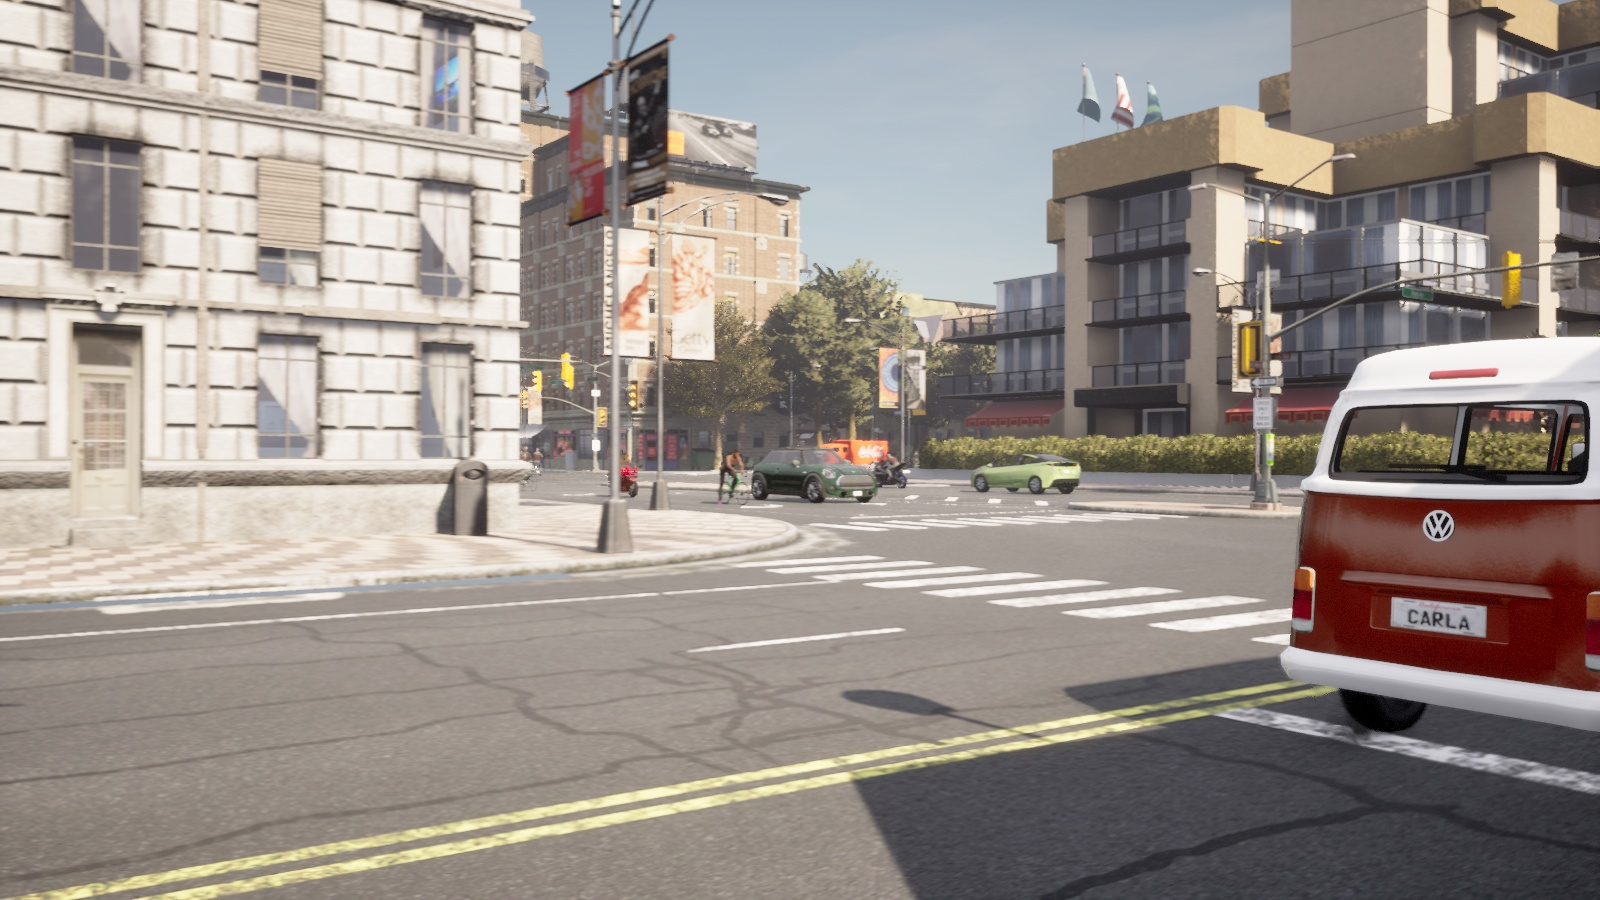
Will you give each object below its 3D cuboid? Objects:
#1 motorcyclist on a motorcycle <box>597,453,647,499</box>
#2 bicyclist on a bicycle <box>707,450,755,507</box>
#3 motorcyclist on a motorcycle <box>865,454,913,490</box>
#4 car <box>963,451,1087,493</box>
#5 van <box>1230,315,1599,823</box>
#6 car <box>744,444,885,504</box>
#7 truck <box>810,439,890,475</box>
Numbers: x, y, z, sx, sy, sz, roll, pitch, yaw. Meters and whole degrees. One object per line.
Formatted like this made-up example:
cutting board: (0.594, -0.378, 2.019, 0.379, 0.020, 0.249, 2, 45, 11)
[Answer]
motorcyclist on a motorcycle: (-5.947, 0.850, 41.858, 0.797, 1.523, 2.044, 0, 0, -35)
bicyclist on a bicycle: (-1.999, 0.798, 36.286, 0.582, 1.620, 1.656, 0, 0, -35)
motorcyclist on a motorcycle: (3.824, 0.917, 54.013, 0.866, 1.530, 2.191, 0, 0, -35)
car: (8.441, 0.804, 47.496, 2.007, 1.525, 4.514, 0, 0, -35)
van: (4.642, 0.478, 6.890, 4.480, 2.038, 2.069, 0, 0, -35)
car: (0.367, 0.707, 39.001, 2.097, 1.767, 4.553, 0, 0, -35)
truck: (3.596, 0.493, 90.374, 5.204, 2.467, 2.627, 0, 0, -36)
